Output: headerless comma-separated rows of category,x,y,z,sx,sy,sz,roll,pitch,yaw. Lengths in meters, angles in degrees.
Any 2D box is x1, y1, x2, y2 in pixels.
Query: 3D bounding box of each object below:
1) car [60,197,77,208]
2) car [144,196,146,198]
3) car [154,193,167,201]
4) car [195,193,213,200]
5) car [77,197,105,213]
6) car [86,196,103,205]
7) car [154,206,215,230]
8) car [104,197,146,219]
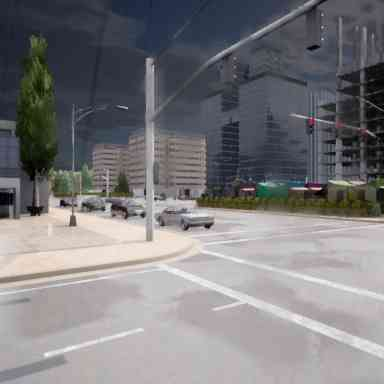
car,-18.009,1.490,48.503,2.128,1.511,4.902,0,0,-32
car,-9.389,1.153,81.045,4.605,1.855,1.932,0,0,-34
car,-7.811,1.156,78.618,3.866,1.878,1.905,0,0,-34
car,3.221,1.156,62.389,3.866,1.878,1.905,0,0,-34
car,-11.248,1.506,37.844,1.837,1.490,4.892,0,0,-33
car,-18.306,1.564,62.201,1.994,1.385,4.181,0,0,-33
car,-0.563,1.601,21.138,1.895,1.301,4.718,0,0,-33
car,-5.612,1.491,29.027,2.128,1.511,4.902,0,0,-33
